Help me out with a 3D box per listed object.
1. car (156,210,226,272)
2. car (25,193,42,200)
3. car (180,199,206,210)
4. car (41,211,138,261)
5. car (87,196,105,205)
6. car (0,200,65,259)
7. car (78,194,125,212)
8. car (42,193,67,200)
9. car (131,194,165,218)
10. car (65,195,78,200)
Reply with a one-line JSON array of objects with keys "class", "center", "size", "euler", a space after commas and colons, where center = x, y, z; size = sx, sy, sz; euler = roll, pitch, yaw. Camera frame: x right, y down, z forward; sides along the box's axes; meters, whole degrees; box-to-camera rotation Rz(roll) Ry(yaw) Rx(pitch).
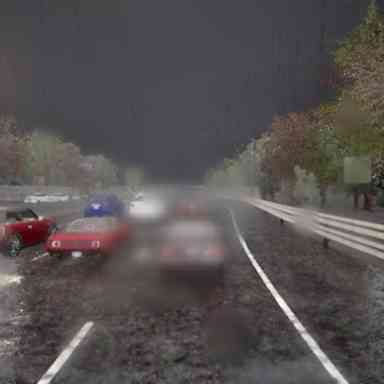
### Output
[{"class": "car", "center": [0.044, 1.537, 10.711], "size": [2.033, 1.411, 5.357], "euler": [0, 0, 1]}, {"class": "car", "center": [-27.923, 1.210, 60.006], "size": [2.150, 2.045, 5.566], "euler": [0, 0, 1]}, {"class": "car", "center": [0.088, 1.332, 27.757], "size": [2.097, 1.767, 4.553], "euler": [0, 0, 1]}, {"class": "car", "center": [-3.440, 1.590, 12.237], "size": [1.895, 1.301, 4.718], "euler": [0, 0, 1]}, {"class": "car", "center": [-17.437, 1.466, 60.718], "size": [1.882, 1.535, 5.008], "euler": [0, 0, 1]}, {"class": "car", "center": [-6.935, 1.340, 12.755], "size": [2.097, 1.767, 4.553], "euler": [0, 0, 1]}, {"class": "car", "center": [-6.922, 1.204, 26.787], "size": [2.150, 2.045, 5.566], "euler": [0, 0, 1]}, {"class": "car", "center": [-24.425, 1.208, 60.458], "size": [2.150, 2.045, 5.566], "euler": [0, 0, 1]}, {"class": "car", "center": [-3.424, 1.204, 26.686], "size": [2.150, 2.045, 5.566], "euler": [0, 0, 1]}, {"class": "car", "center": [-20.929, 1.514, 60.581], "size": [1.812, 1.442, 4.674], "euler": [0, 0, 1]}]
